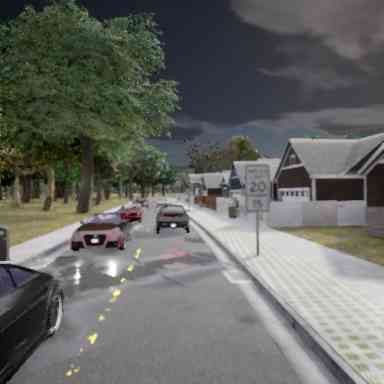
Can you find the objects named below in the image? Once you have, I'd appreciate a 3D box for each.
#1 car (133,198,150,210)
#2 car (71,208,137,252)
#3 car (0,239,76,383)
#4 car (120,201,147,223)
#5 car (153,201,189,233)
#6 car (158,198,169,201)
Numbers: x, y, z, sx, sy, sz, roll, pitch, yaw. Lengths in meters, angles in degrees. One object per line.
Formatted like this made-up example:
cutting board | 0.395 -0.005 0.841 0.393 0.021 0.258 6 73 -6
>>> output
car | -6.221 1.379 40.672 1.994 1.385 4.181 -1 0 -6
car | -3.662 1.582 14.035 1.994 1.385 4.181 -1 0 -4
car | -3.016 1.586 3.814 1.994 1.385 4.181 -1 0 -3
car | -4.713 1.617 25.581 1.895 1.301 4.718 -1 0 -6
car | -1.205 1.495 19.849 1.837 1.490 4.892 0 0 -5
car | -4.467 1.599 51.173 1.895 1.301 4.718 -1 0 -6
